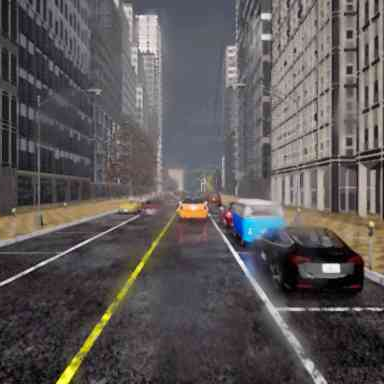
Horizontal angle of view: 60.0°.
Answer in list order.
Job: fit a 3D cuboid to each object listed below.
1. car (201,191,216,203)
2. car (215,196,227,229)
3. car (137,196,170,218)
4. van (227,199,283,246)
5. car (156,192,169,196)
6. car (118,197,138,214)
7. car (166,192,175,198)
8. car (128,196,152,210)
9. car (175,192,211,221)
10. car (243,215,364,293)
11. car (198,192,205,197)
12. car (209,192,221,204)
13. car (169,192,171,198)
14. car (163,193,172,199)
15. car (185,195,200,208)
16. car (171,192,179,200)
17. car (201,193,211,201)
[{"bbox_3d":[2.680,0.831,54.041,2.192,1.841,5.009,0,1,0],"label":"car"},{"bbox_3d":[2.688,1.269,19.890,1.967,1.590,4.097,0,1,0],"label":"car"},{"bbox_3d":[-3.100,1.286,27.560,1.812,1.442,4.674,0,1,0],"label":"car"},{"bbox_3d":[2.690,1.219,14.198,1.690,1.788,3.998,0,1,0],"label":"van"},{"bbox_3d":[-5.703,1.013,59.744,2.008,1.369,4.403,0,1,0],"label":"car"},{"bbox_3d":[-5.696,1.253,31.112,1.752,1.417,4.829,0,1,0],"label":"car"},{"bbox_3d":[-5.710,0.733,88.204,2.008,1.369,4.403,0,1,0],"label":"car"},{"bbox_3d":[-5.697,1.225,36.976,2.008,1.369,4.403,0,1,0],"label":"car"},{"bbox_3d":[0.093,1.138,24.749,2.097,1.767,4.553,0,1,0],"label":"car"},{"bbox_3d":[2.690,1.493,8.506,1.947,1.339,4.313,0,0,0],"label":"car"},{"bbox_3d":[2.669,0.691,93.886,1.947,1.339,4.313,0,1,0],"label":"car"},{"bbox_3d":[2.683,0.937,42.656,2.192,1.841,5.009,0,1,0],"label":"car"},{"bbox_3d":[-5.705,0.973,65.437,1.947,1.339,4.313,0,1,0],"label":"car"},{"bbox_3d":[-5.707,0.878,76.819,1.802,1.307,4.206,0,1,0],"label":"car"},{"bbox_3d":[0.078,1.158,41.548,1.812,1.442,4.674,0,1,0],"label":"car"},{"bbox_3d":[-3.018,0.719,69.494,2.097,1.767,4.553,0,1,0],"label":"car"},{"bbox_3d":[2.676,0.931,65.595,1.752,1.417,4.829,0,1,0],"label":"car"}]
